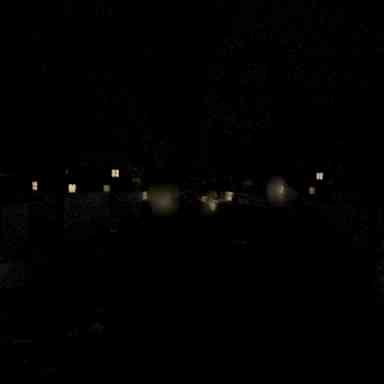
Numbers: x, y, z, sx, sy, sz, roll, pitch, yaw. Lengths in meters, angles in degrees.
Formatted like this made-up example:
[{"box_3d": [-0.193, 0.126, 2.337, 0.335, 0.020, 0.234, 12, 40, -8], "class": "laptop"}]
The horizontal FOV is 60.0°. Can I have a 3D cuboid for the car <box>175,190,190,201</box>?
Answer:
[{"box_3d": [-1.807, 0.754, 55.183, 1.812, 1.442, 4.674, 1, 1, -2], "class": "car"}]
